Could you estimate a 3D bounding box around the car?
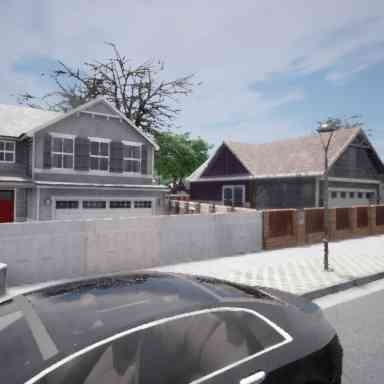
[{"bbox_3d":[-0.835,1.505,2.438,4.892,1.490,1.837,0,0,-35],"label":"car"}]
